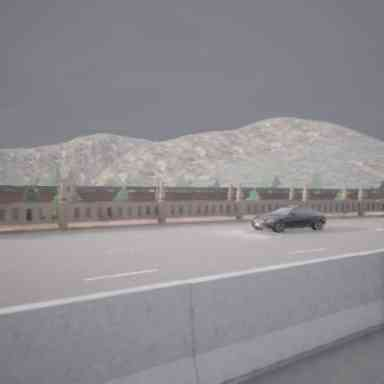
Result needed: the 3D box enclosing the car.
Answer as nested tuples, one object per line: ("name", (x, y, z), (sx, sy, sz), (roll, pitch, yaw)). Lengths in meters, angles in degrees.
("car", (5.661, 1.510, 19.174), (4.674, 1.442, 1.812), (0, 0, -26))
